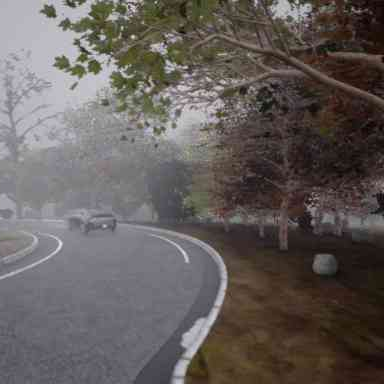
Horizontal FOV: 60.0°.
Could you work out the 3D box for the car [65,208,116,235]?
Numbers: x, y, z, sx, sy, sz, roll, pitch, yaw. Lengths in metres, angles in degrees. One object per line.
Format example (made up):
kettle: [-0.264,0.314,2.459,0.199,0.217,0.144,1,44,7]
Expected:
car: [-6.335,1.717,20.509,2.128,1.511,4.902,0,-1,-37]
